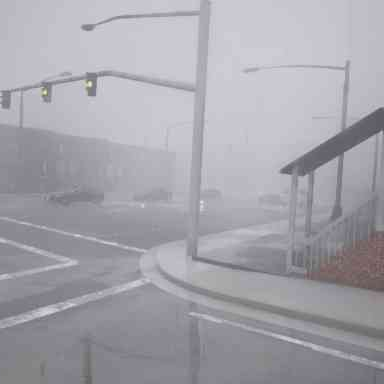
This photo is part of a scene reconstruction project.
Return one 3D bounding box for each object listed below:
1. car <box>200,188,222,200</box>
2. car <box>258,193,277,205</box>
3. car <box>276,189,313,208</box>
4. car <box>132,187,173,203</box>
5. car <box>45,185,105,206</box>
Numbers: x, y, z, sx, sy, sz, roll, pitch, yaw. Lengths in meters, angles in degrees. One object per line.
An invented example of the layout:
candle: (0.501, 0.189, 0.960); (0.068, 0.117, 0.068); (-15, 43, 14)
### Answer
car: (1.996, 0.247, 42.297); (1.837, 1.490, 4.892); (5, 3, 36)
car: (9.691, 0.787, 40.735); (1.994, 1.385, 4.181); (5, 3, 36)
car: (12.082, 0.680, 38.037); (2.150, 2.045, 5.566); (5, 3, 36)
car: (-3.942, 0.244, 34.081); (1.837, 1.490, 4.892); (5, 3, 36)
car: (-9.284, 0.228, 26.668); (2.128, 1.511, 4.902); (5, 3, 36)
